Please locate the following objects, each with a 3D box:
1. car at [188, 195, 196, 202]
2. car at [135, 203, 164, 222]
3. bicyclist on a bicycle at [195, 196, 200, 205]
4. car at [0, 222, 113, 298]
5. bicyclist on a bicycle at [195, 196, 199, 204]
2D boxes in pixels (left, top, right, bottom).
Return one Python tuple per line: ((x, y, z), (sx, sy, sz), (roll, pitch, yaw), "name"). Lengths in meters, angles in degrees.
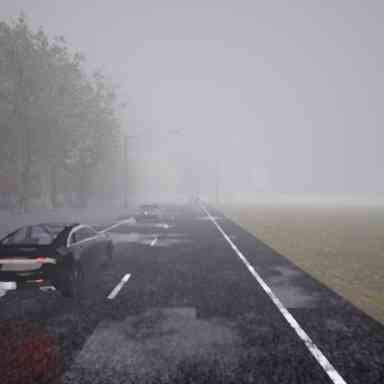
((0.036, 1.725, 81.609), (1.882, 1.535, 5.008), (0, 0, 0), "car")
((-3.389, 1.631, 27.034), (2.033, 1.411, 5.357), (0, 0, 0), "car")
((0.987, 1.545, 56.013), (0.659, 1.776, 1.843), (0, 0, 0), "bicyclist on a bicycle")
((-3.396, 1.519, 8.559), (2.128, 1.511, 4.902), (0, 0, 0), "car")
((0.984, 1.642, 65.942), (0.866, 1.612, 1.509), (0, 0, 0), "bicyclist on a bicycle")
